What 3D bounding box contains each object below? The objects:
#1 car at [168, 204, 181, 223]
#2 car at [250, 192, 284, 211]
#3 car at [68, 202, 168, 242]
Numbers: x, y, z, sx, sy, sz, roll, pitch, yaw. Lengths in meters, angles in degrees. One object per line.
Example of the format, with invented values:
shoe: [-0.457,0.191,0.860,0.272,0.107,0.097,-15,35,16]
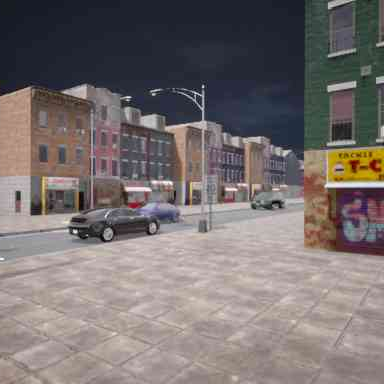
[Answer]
car: [-2.608,1.422,22.442,1.812,1.442,4.674,0,0,36]
car: [8.752,1.016,38.264,2.150,2.045,5.566,0,1,36]
car: [-3.580,1.443,16.193,1.837,1.490,4.892,0,0,36]
